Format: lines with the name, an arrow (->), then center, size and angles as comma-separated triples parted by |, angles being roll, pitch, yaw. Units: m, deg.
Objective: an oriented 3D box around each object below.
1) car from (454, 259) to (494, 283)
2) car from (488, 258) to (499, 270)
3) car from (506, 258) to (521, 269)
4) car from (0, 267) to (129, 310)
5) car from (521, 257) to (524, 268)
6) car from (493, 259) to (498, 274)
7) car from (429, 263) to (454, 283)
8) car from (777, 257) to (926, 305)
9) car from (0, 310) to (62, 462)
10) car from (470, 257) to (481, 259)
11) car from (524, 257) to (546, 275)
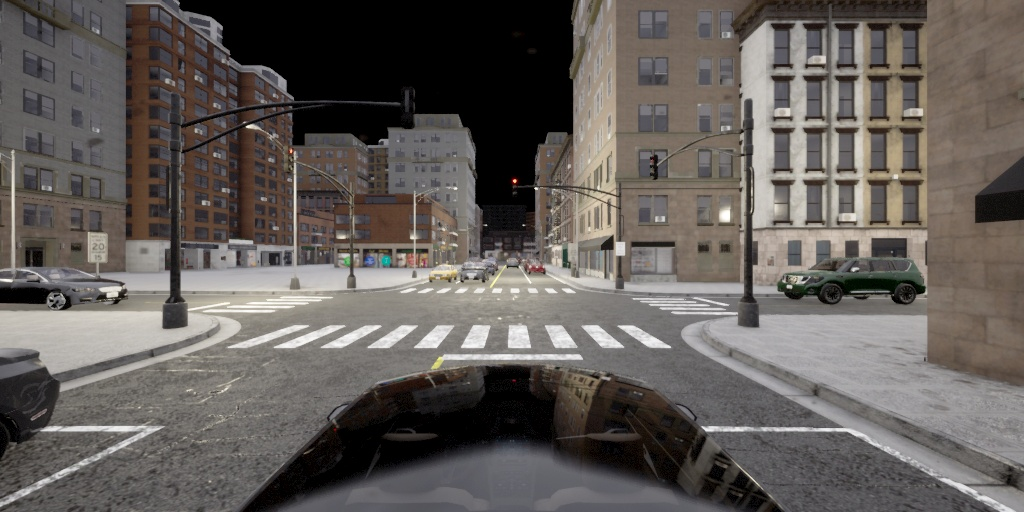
car -> -2.820, 1.247, 27.766 | 2.128, 1.511, 4.902 | 0, 0, 1
car -> -2.816, 1.285, 48.181 | 1.812, 1.442, 4.674 | 0, 0, 0
car -> 0.118, 1.326, 58.604 | 1.994, 1.385, 4.181 | 0, 0, 1
car -> -17.277, 1.164, 13.378 | 4.902, 1.511, 2.128 | 0, 0, 2
car -> 2.656, 1.073, 45.536 | 2.192, 1.841, 5.009 | 0, 0, 0
car -> -2.829, 1.321, 38.098 | 1.994, 1.385, 4.181 | 0, 0, 0
car -> -5.376, 1.280, 28.384 | 1.751, 1.417, 4.829 | 0, 0, 0
car -> 15.350, 1.059, 16.358 | 5.566, 2.045, 2.150 | 0, 0, -2
car -> -5.388, 1.300, 1.708 | 2.007, 1.370, 4.403 | 0, 0, 0
car -> -5.366, 1.075, 51.202 | 2.192, 1.841, 5.009 | 0, 0, 0
car -> 2.654, 1.197, 39.874 | 1.967, 1.591, 4.097 | 0, 0, 0
